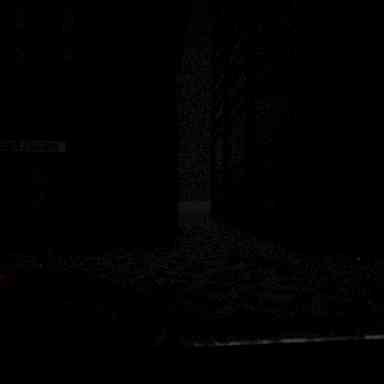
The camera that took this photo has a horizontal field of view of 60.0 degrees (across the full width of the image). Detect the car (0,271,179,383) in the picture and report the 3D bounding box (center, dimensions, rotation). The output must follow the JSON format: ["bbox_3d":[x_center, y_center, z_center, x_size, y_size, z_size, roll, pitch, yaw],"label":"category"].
[{"bbox_3d":[-2.404,1.652,3.805,4.507,1.381,1.887,0,-1,-5],"label":"car"}]
